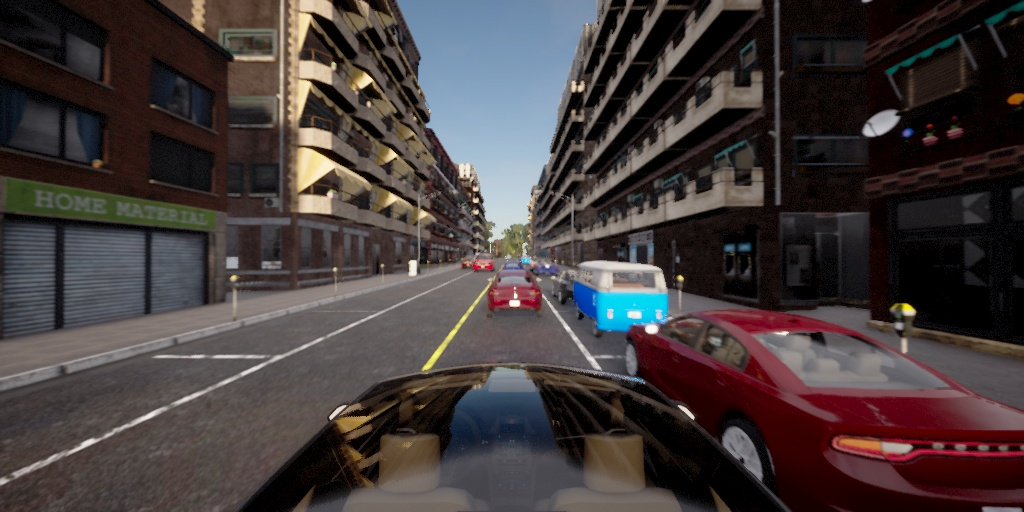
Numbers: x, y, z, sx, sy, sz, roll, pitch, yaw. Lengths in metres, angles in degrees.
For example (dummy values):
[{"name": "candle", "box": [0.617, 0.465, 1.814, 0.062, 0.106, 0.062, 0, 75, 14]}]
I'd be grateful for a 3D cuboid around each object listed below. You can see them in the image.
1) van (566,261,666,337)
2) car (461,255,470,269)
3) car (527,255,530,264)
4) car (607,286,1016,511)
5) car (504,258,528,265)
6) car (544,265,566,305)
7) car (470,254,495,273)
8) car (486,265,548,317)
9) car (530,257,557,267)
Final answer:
[{"name": "van", "box": [2.693, 1.048, 9.767, 1.690, 1.789, 3.998, 0, 0, 0]}, {"name": "car", "box": [-5.681, 0.816, 48.806, 2.192, 1.841, 5.009, 0, 0, 0]}, {"name": "car", "box": [3.120, 0.897, 40.760, 2.097, 1.767, 4.553, 0, 0, 0]}, {"name": "car", "box": [2.692, 1.282, 4.196, 1.888, 1.381, 4.507, 0, 0, 0]}, {"name": "car", "box": [0.100, 1.135, 28.206, 1.812, 1.442, 4.674, 0, 0, 0]}, {"name": "car", "box": [2.694, 1.228, 15.338, 2.007, 1.370, 4.403, 0, 0, 0]}, {"name": "car", "box": [-3.087, 0.766, 40.612, 2.150, 2.045, 5.566, 0, 0, 0]}, {"name": "car", "box": [0.089, 1.217, 12.848, 1.812, 1.442, 4.674, 0, 0, 0]}, {"name": "car", "box": [3.118, 0.933, 33.759, 2.097, 1.767, 4.553, 0, 0, 0]}]
